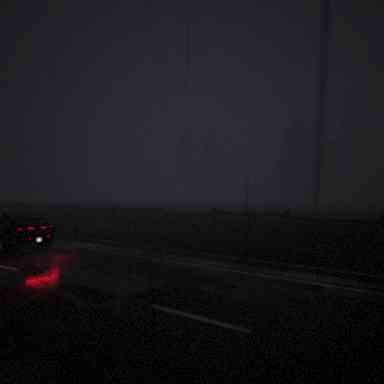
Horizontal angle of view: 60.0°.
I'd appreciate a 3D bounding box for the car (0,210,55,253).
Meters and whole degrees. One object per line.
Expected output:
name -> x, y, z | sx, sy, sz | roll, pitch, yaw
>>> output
car -> -7.596, 1.515, 13.671 | 4.892, 1.490, 1.837 | 0, 0, 36
